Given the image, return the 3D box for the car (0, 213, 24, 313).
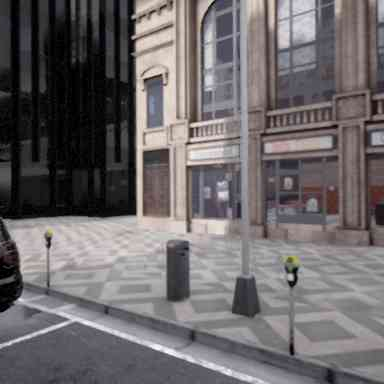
[{"bbox_3d":[-5.537,1.311,6.516,5.566,2.045,2.150,-1,0,36],"label":"car"}]
